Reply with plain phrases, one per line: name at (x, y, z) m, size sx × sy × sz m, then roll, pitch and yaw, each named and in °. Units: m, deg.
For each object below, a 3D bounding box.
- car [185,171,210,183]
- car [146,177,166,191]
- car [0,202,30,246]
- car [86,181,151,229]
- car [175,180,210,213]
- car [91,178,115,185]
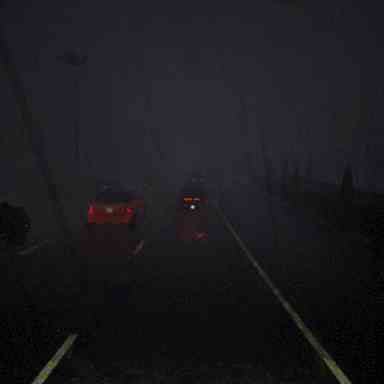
car at (0.619, -1.369, 34.720) m, size 2.097 × 1.767 × 4.553 m, roll 1°, pitch 7°, yaw 10°
car at (-3.549, -0.840, 32.255) m, size 1.895 × 1.301 × 4.718 m, roll 0°, pitch 6°, yaw 0°
car at (-6.916, 0.911, 9.629) m, size 2.150 × 2.045 × 5.566 m, roll 0°, pitch 3°, yaw 0°
car at (-3.445, 0.617, 15.985) m, size 2.097 × 1.767 × 4.553 m, roll 0°, pitch 5°, yaw 0°
car at (0.025, 0.331, 20.873) m, size 1.837 × 1.490 × 4.892 m, roll 0°, pitch 6°, yaw 0°
car at (-7.014, -0.357, 26.969) m, size 2.128 × 1.511 × 4.902 m, roll 0°, pitch 6°, yaw 0°
